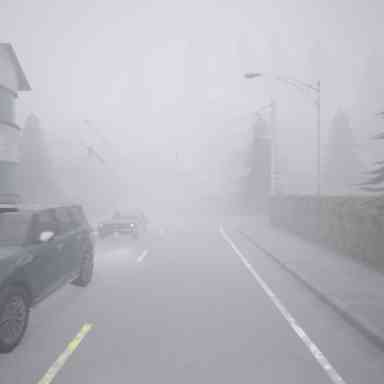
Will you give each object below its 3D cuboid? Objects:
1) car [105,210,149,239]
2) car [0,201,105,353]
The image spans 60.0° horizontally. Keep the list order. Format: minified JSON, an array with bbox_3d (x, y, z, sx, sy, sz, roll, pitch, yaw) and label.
[{"bbox_3d":[-3.510,1.641,17.676,1.895,1.301,4.718,0,0,0],"label":"car"},{"bbox_3d":[-3.588,1.239,6.511,2.150,2.045,5.566,0,0,0],"label":"car"}]
